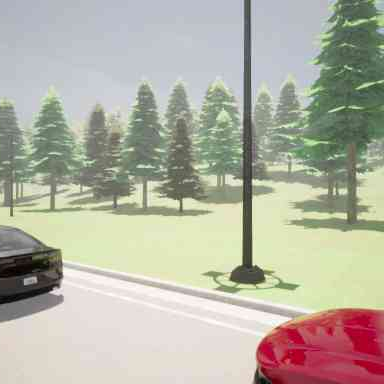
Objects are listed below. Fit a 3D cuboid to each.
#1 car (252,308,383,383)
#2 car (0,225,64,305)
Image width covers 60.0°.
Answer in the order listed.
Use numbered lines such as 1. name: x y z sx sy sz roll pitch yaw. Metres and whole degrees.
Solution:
1. car: 2.795 1.478 1.980 5.008 1.535 1.882 0 0 36
2. car: -4.982 1.478 7.544 5.008 1.535 1.882 0 0 36
